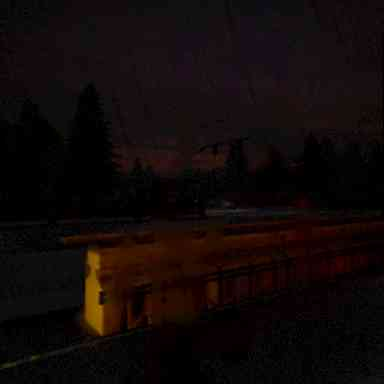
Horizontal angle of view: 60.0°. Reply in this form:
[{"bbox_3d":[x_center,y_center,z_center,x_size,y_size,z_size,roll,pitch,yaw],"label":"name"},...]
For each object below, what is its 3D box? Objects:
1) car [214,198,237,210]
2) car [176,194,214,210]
[{"bbox_3d":[3.998,1.602,44.270,1.812,1.442,4.674,0,0,-36],"label":"car"},{"bbox_3d":[-0.045,1.286,43.914,2.150,2.045,5.566,0,0,-35],"label":"car"}]
